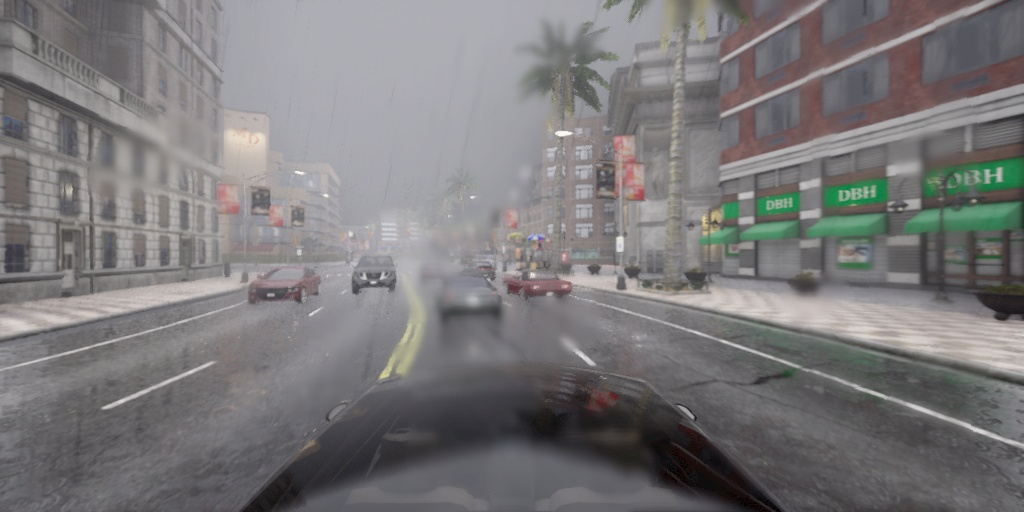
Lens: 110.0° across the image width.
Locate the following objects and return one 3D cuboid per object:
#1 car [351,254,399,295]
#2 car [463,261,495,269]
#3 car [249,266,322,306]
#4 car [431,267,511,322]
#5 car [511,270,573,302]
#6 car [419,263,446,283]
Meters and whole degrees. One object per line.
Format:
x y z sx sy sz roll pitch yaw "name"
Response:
-7.644 0.933 20.292 2.150 2.045 5.566 -1 0 -18 "car"
-2.599 1.141 28.007 1.837 1.490 4.892 -1 0 -18 "car"
-10.036 1.228 16.232 1.882 1.535 5.008 0 0 -17 "car"
-1.601 1.271 12.369 1.994 1.385 4.181 0 0 -14 "car"
0.969 1.270 16.488 1.895 1.301 4.718 0 0 -16 "car"
-5.853 1.213 26.754 2.033 1.411 5.357 -1 0 -18 "car"
